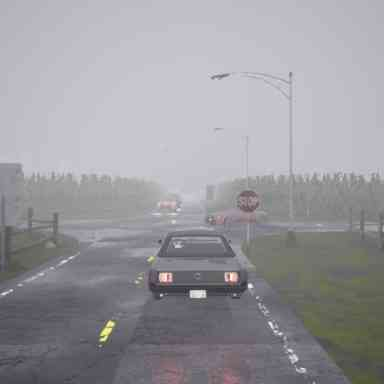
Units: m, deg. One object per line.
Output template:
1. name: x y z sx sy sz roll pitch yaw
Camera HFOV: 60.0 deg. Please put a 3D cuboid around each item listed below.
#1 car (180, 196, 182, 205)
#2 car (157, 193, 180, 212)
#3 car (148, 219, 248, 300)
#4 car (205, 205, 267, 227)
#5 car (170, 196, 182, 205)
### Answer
1. car: -2.841 1.205 48.895 2.150 2.045 5.566 0 0 -1
2. car: -2.840 1.342 38.265 2.097 1.767 4.553 0 0 0
3. car: 0.073 1.601 8.377 1.895 1.301 4.718 0 0 -1
4. car: 2.917 1.587 21.981 4.181 1.385 1.994 1 -1 -27
5. car: -2.818 1.501 58.759 1.812 1.442 4.674 0 0 1
